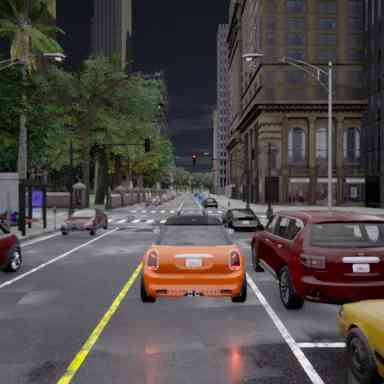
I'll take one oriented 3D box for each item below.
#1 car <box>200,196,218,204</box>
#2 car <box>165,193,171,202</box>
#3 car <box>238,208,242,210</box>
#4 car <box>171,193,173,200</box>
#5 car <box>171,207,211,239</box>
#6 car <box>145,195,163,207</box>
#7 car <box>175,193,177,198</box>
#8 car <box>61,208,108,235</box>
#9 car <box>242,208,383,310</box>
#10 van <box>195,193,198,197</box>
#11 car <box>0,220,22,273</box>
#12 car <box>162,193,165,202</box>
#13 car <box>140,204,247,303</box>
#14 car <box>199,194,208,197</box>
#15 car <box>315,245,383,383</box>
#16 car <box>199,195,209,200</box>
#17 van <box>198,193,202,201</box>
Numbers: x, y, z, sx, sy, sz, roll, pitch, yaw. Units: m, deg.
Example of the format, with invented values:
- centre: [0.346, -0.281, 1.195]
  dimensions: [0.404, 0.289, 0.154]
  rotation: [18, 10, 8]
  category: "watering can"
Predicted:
- centre: [2.532, 1.541, 45.054]
  dimensions: [1.947, 1.339, 4.313]
  rotation: [0, 0, 0]
  category: "car"
- centre: [-6.134, 1.386, 72.130]
  dimensions: [1.967, 1.590, 4.097]
  rotation: [0, 0, 0]
  category: "car"
- centre: [2.670, 1.560, 18.617]
  dimensions: [1.947, 1.339, 4.313]
  rotation: [0, 0, 0]
  category: "car"
- centre: [-6.162, 1.253, 77.551]
  dimensions: [2.192, 1.841, 5.009]
  rotation: [0, 0, 0]
  category: "car"
- centre: [-0.029, 1.595, 18.207]
  dimensions: [1.895, 1.301, 4.718]
  rotation: [0, 0, 0]
  category: "car"
- centre: [-6.021, 1.522, 50.449]
  dimensions: [2.008, 1.369, 4.403]
  rotation: [0, 0, 0]
  category: "car"
- centre: [-6.246, 1.226, 93.811]
  dimensions: [2.192, 1.841, 5.009]
  rotation: [0, 0, 0]
  category: "car"
- centre: [-5.856, 1.576, 18.591]
  dimensions: [1.802, 1.307, 4.206]
  rotation: [0, 0, 0]
  category: "car"
- centre: [2.725, 1.313, 7.767]
  dimensions: [2.192, 1.841, 5.009]
  rotation: [0, 0, 0]
  category: "car"
- centre: [2.335, 1.271, 82.996]
  dimensions: [1.690, 1.788, 3.998]
  rotation: [0, 0, 0]
  category: "van"
- centre: [-5.800, 1.438, 7.738]
  dimensions: [1.967, 1.590, 4.097]
  rotation: [0, 0, 0]
  category: "car"
- centre: [-6.050, 1.406, 55.869]
  dimensions: [1.967, 1.590, 4.097]
  rotation: [0, 0, 0]
  category: "car"
- centre: [0.034, 1.350, 8.388]
  dimensions: [2.097, 1.767, 4.553]
  rotation: [0, 0, 0]
  category: "car"
- centre: [2.475, 1.491, 56.064]
  dimensions: [1.752, 1.417, 4.829]
  rotation: [0, 0, 0]
  category: "car"
- centre: [2.753, 1.525, 2.512]
  dimensions: [1.752, 1.417, 4.829]
  rotation: [0, 0, 0]
  category: "car"
- centre: [2.504, 1.537, 50.474]
  dimensions: [1.947, 1.339, 4.313]
  rotation: [0, 0, 0]
  category: "car"
- centre: [2.447, 1.301, 61.314]
  dimensions: [1.690, 1.788, 3.998]
  rotation: [0, 0, 0]
  category: "van"
